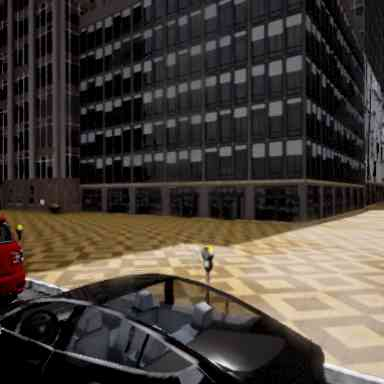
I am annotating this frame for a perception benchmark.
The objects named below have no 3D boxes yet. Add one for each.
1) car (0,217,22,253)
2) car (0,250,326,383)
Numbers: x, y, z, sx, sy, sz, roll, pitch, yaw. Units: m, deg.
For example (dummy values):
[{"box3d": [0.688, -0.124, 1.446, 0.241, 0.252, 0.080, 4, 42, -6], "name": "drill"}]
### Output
[{"box3d": [-5.358, 1.309, 6.706, 5.009, 1.841, 2.192, 0, 0, 36], "name": "car"}, {"box3d": [-0.850, 1.564, 3.487, 4.313, 1.339, 1.947, 0, 0, 36], "name": "car"}]
